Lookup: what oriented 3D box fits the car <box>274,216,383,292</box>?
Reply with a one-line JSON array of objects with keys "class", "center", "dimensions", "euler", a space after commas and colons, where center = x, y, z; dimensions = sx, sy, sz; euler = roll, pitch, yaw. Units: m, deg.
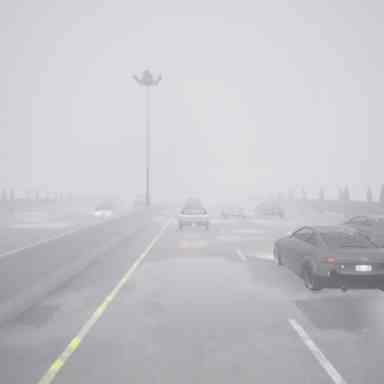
[{"class": "car", "center": [3.608, 1.573, 8.998], "dimensions": [1.994, 1.385, 4.181], "euler": [0, 0, 0]}]

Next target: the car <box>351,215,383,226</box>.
[{"class": "car", "center": [7.109, 1.578, 13.087], "dimensions": [1.994, 1.385, 4.181], "euler": [0, 0, 0]}]

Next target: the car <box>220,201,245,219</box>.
[{"class": "car", "center": [3.606, 1.577, 29.841], "dimensions": [1.812, 1.442, 4.674], "euler": [0, 0, 0]}]

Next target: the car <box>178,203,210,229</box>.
[{"class": "car", "center": [0.113, 1.632, 21.856], "dimensions": [1.895, 1.301, 4.718], "euler": [0, 0, 0]}]

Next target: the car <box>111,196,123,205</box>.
[{"class": "car", "center": [-13.986, 1.512, 60.341], "dimensions": [2.097, 1.767, 4.553], "euler": [0, 0, 1]}]

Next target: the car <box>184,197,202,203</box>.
[{"class": "car", "center": [0.126, 1.436, 40.510], "dimensions": [2.097, 1.767, 4.553], "euler": [0, 0, 0]}]

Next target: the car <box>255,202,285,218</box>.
[{"class": "car", "center": [7.119, 1.601, 30.824], "dimensions": [2.033, 1.411, 5.357], "euler": [0, 0, 0]}]

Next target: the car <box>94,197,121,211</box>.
[{"class": "car", "center": [-10.558, 1.649, 40.996], "dimensions": [1.994, 1.385, 4.181], "euler": [0, 0, 0]}]

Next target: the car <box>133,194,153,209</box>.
[{"class": "car", "center": [-7.037, 1.335, 48.076], "dimensions": [2.150, 2.045, 5.566], "euler": [0, -1, 1]}]
